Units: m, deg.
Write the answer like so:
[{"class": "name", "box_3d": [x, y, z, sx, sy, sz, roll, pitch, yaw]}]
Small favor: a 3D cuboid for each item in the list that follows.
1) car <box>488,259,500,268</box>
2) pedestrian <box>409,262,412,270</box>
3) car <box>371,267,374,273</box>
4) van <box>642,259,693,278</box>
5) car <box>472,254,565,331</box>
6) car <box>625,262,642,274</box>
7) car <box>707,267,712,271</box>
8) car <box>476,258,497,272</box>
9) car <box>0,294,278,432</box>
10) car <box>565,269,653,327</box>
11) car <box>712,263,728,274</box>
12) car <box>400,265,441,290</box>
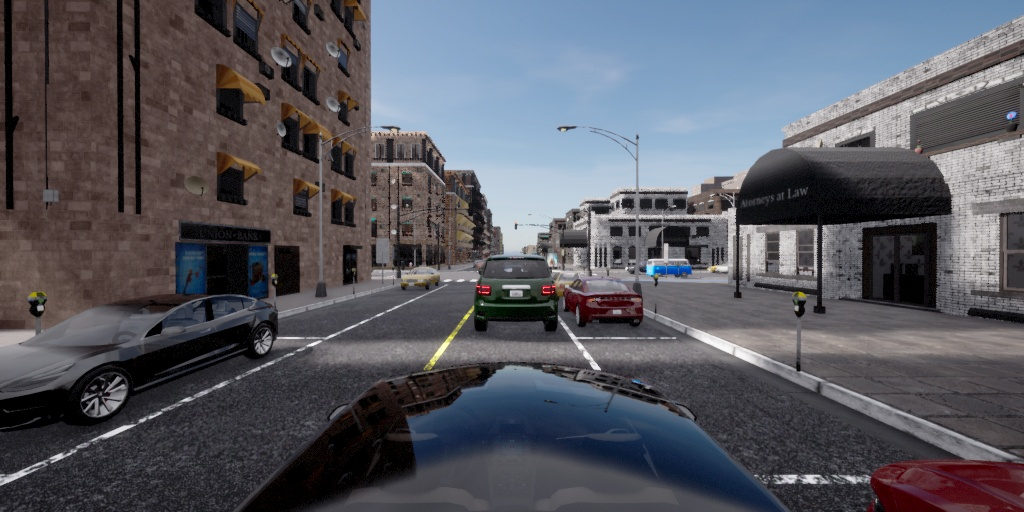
[{"class": "car", "box_3d": [-3.023, 1.292, 60.898, 1.837, 1.490, 4.892, 0, 0, 0]}, {"class": "pedestrian", "box_3d": [-12.595, 1.215, 44.699, 0.500, 1.100, 0.500, 0, 0, 0]}, {"class": "car", "box_3d": [-16.453, 1.346, 35.938, 4.718, 1.301, 1.895, 0, 0, 0]}, {"class": "van", "box_3d": [14.682, 1.166, 33.558, 3.998, 1.789, 1.690, 0, 0, 0]}, {"class": "car", "box_3d": [0.105, 0.972, 11.076, 2.150, 2.045, 5.566, 0, 0, 0]}, {"class": "car", "box_3d": [14.957, 1.279, 39.358, 4.902, 1.511, 2.128, 0, 0, -2]}, {"class": "car", "box_3d": [25.518, 1.324, 42.010, 4.829, 1.417, 1.751, 0, 0, 0]}, {"class": "car", "box_3d": [-3.367, 1.118, 48.393, 2.097, 1.767, 4.553, 0, 0, 4]}, {"class": "car", "box_3d": [-5.688, 1.315, 5.720, 1.948, 1.339, 4.313, 0, 0, 0]}, {"class": "car", "box_3d": [2.697, 1.295, 11.404, 1.888, 1.381, 4.507, 0, 0, 0]}, {"class": "car", "box_3d": [25.135, 1.415, 39.415, 4.718, 1.301, 1.895, 0, 0, 0]}, {"class": "car", "box_3d": [-5.674, 1.279, 22.639, 1.751, 1.417, 4.829, 0, 0, 0]}]
